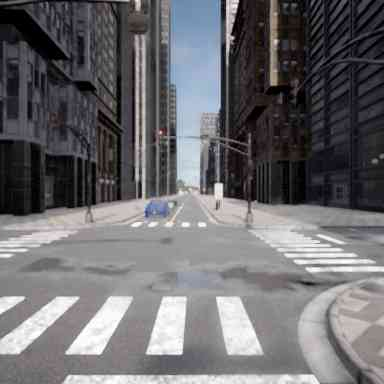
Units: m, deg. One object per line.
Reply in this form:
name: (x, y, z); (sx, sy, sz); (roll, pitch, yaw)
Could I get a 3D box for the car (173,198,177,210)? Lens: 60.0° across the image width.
car: (-3.190, 1.613, 40.722); (1.895, 1.301, 4.718); (0, 0, 0)

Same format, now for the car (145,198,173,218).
car: (-3.171, 1.486, 30.975); (1.882, 1.535, 5.008); (0, 0, 1)

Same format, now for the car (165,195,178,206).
car: (-3.208, 1.621, 52.940); (1.895, 1.301, 4.718); (0, 0, 0)
